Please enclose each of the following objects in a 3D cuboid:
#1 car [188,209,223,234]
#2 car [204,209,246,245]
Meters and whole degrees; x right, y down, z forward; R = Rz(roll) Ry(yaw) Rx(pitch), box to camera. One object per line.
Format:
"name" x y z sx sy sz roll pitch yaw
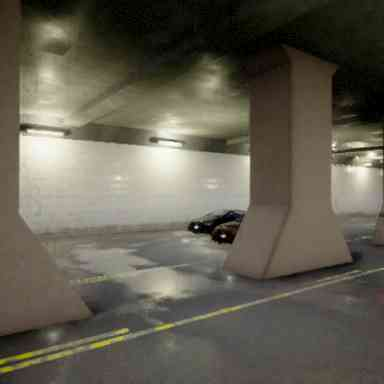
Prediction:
"car" 1.855 1.621 18.212 4.181 1.385 1.994 0 0 -35
"car" 2.892 1.615 14.653 4.181 1.385 1.994 0 0 -35
